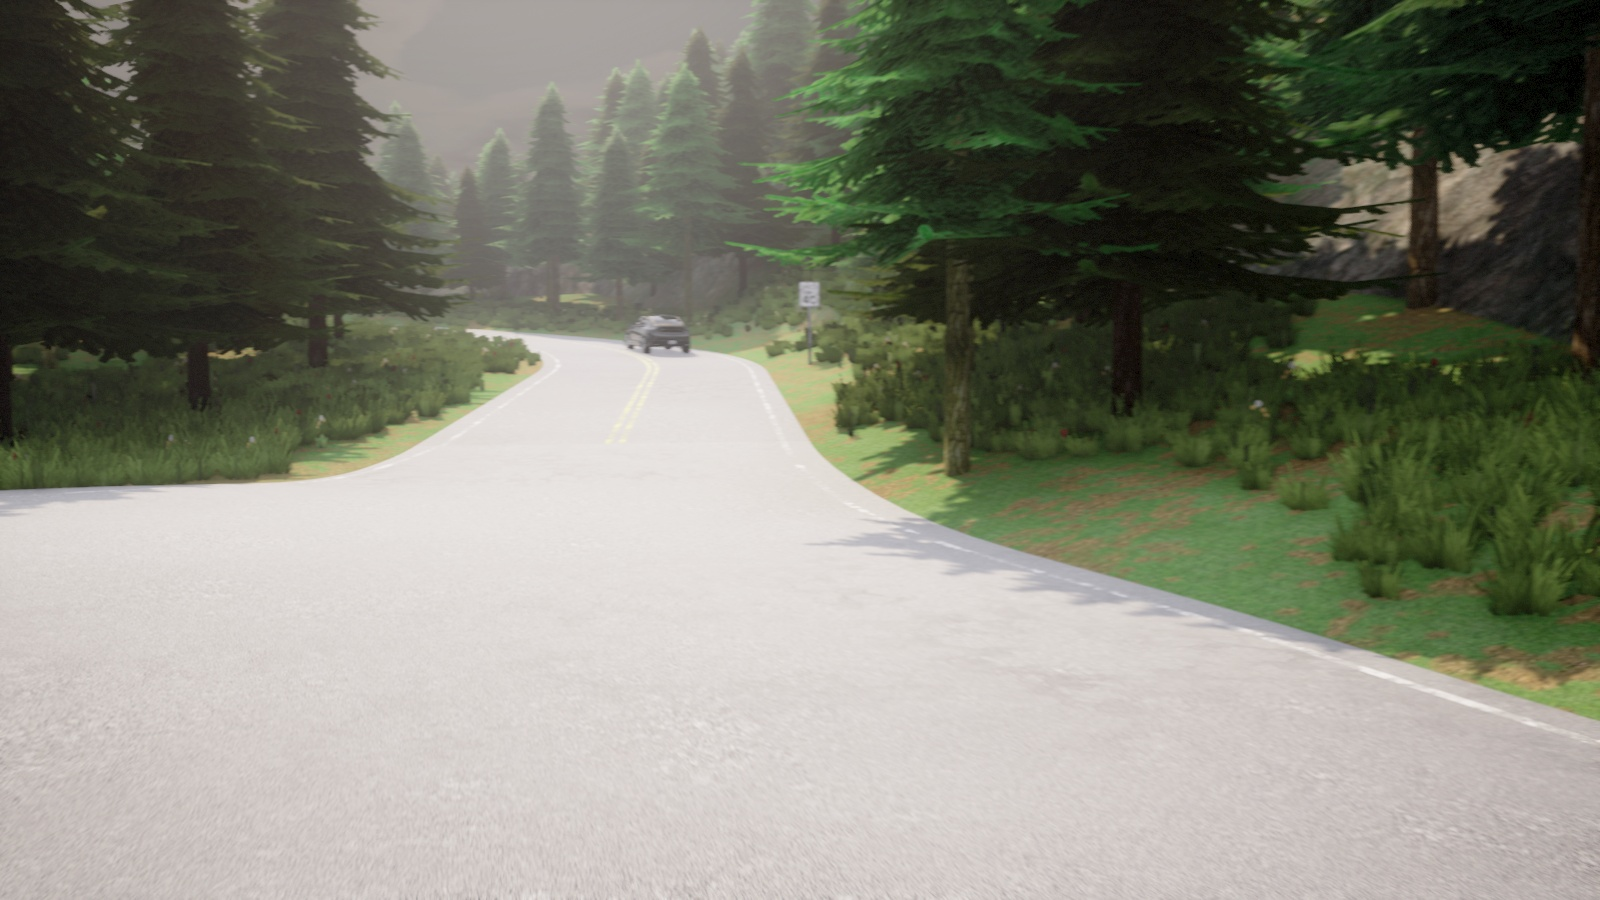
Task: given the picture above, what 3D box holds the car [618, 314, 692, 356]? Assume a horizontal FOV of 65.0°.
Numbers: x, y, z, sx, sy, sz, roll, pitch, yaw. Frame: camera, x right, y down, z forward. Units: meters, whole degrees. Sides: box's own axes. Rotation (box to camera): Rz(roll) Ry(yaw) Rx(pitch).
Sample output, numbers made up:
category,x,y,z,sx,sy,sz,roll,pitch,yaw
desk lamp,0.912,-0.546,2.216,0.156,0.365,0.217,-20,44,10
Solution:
category,x,y,z,sx,sy,sz,roll,pitch,yaw
car,-5.998,-4.728,51.379,1.837,1.490,4.892,-2,8,-21
